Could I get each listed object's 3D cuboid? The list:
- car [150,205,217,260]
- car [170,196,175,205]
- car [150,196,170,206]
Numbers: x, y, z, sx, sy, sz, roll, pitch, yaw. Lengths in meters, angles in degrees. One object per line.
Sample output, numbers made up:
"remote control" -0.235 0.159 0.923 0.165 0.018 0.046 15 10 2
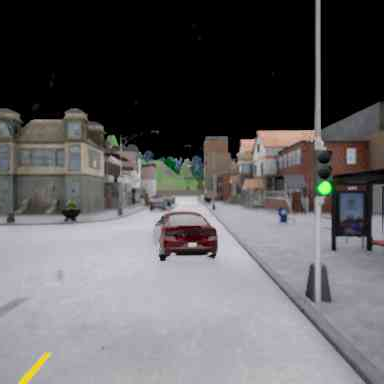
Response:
"car" -0.425 1.477 12.663 1.882 1.535 5.008 1 0 -10
"car" -4.070 1.597 50.450 1.895 1.301 4.718 0 0 0
"car" -4.108 1.502 41.145 1.837 1.490 4.892 0 0 0
